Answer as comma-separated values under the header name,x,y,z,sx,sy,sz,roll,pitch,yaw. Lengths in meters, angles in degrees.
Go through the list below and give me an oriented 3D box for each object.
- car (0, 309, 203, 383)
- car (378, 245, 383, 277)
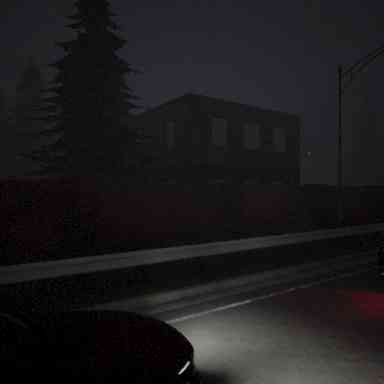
name,x,y,z,sx,sy,sz,roll,pitch,yaw
car,-2.071,1.526,2.274,4.674,1.442,1.812,0,0,-36
car,6.616,1.506,8.468,4.892,1.490,1.837,-1,0,-35
